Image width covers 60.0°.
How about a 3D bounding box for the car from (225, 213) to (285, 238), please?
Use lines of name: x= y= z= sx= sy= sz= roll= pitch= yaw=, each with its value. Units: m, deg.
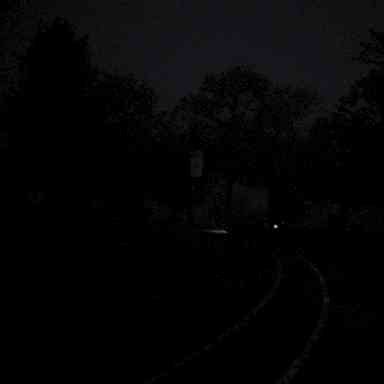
car: x=3.905 y=2.047 z=21.187 sx=1.994 sy=1.385 sz=4.181 roll=1 pitch=-2 yaw=-29
